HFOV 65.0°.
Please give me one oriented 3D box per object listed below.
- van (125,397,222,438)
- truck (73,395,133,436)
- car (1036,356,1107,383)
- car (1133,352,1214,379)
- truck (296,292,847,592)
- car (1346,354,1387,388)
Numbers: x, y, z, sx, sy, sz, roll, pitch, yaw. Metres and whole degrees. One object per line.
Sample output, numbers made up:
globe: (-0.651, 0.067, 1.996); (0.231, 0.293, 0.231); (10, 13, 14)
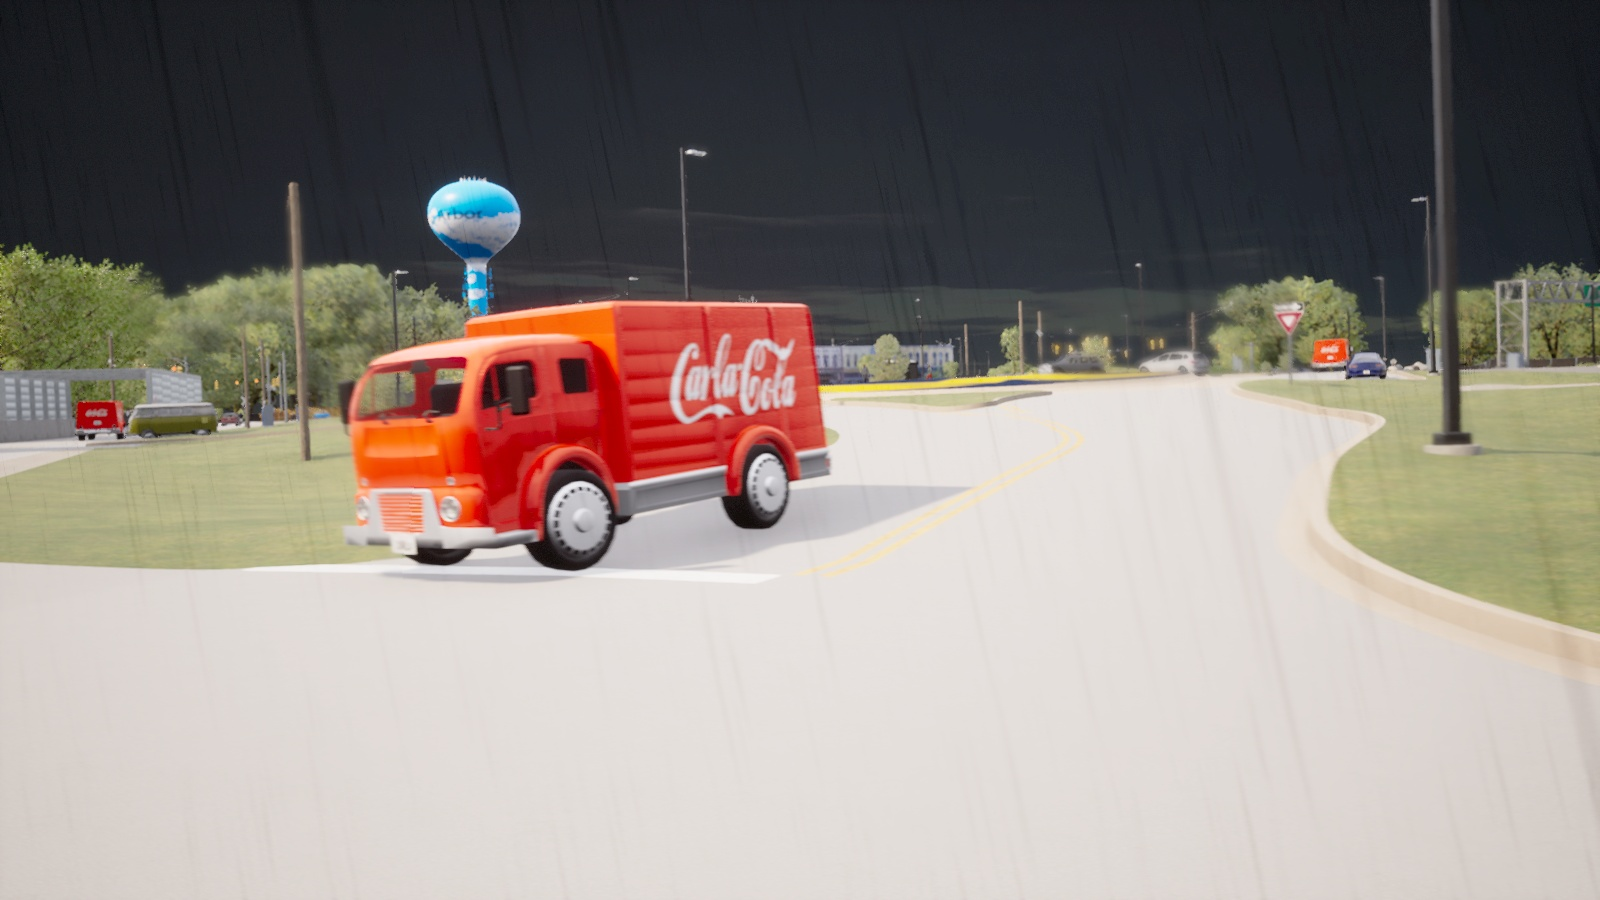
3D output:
van: (-33.532, -1.771, 67.324); (4.442, 1.987, 1.775); (-3, 2, -23)
truck: (-44.354, -2.231, 80.048); (2.627, 2.467, 5.204); (-2, 3, -21)
car: (19.484, -5.764, 90.140); (4.605, 1.855, 1.932); (-1, 1, -12)
car: (24.451, -5.510, 82.362); (2.242, 1.667, 4.611); (-2, 4, -38)
truck: (-2.070, -0.271, 13.170); (2.627, 2.467, 5.204); (-1, 5, 34)
car: (28.839, -4.055, 63.994); (1.812, 1.442, 4.674); (-1, 6, 23)
